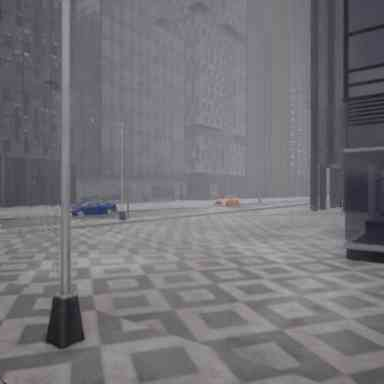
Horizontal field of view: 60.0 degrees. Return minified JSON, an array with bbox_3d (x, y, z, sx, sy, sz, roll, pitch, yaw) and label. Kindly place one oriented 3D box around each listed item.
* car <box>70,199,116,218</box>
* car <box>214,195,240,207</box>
[{"bbox_3d":[-8.941,1.390,29.077,1.882,1.535,5.008,0,0,36],"label":"car"},{"bbox_3d":[5.057,1.233,48.230,2.097,1.767,4.553,0,0,37],"label":"car"}]
